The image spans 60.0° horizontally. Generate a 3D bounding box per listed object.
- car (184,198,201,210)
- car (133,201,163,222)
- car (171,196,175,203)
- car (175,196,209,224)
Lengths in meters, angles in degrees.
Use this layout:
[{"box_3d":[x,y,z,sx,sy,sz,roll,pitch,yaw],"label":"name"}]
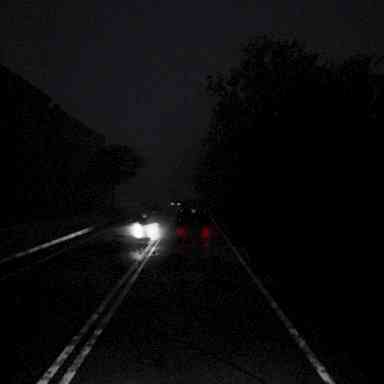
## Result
[{"box_3d":[0.090,1.459,42.078,2.033,1.411,5.357,0,0,0],"label":"car"},{"box_3d":[-3.355,1.436,25.868,2.128,1.511,4.902,0,0,0],"label":"car"},{"box_3d":[-3.194,1.560,66.629,2.033,1.411,5.357,0,0,1],"label":"car"},{"box_3d":[0.094,1.300,24.047,2.097,1.767,4.553,0,0,0],"label":"car"}]
